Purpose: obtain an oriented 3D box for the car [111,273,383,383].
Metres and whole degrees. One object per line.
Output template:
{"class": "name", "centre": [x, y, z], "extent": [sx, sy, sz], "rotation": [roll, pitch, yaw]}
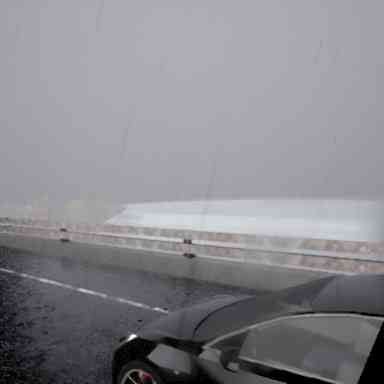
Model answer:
{"class": "car", "centre": [1.393, 1.510, 2.873], "extent": [4.792, 1.488, 2.163], "rotation": [-1, -1, 36]}
